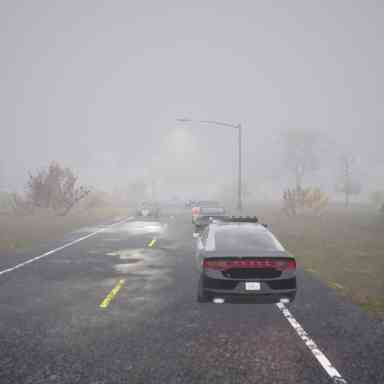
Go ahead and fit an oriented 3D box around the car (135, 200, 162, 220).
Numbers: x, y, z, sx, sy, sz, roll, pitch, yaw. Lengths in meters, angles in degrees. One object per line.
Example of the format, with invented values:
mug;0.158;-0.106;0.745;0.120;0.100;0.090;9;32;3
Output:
car;-3.594;1.457;27.979;2.128;1.511;4.902;0;0;0

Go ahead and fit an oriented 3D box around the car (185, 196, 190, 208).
car;0.040;1.525;45.475;1.895;1.301;4.718;0;0;0

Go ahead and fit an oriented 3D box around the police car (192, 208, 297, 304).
police car;1.052;1.419;8.334;1.930;1.638;5.238;0;0;0

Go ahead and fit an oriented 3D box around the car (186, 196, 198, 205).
car;0.007;1.431;58.620;2.033;1.411;5.357;0;0;0

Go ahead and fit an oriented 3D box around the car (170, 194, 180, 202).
car;-3.696;1.177;73.291;2.097;1.767;4.553;0;0;-1

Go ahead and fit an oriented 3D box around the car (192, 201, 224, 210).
car;1.054;1.488;18.225;1.837;1.490;4.892;0;0;0

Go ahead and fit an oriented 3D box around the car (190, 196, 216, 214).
car;1.055;1.324;24.197;2.097;1.767;4.553;0;0;0
